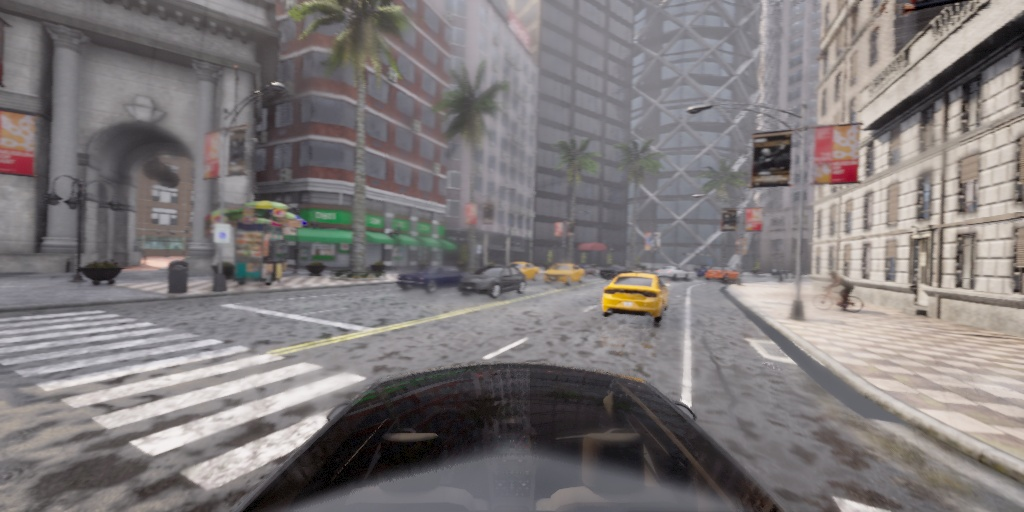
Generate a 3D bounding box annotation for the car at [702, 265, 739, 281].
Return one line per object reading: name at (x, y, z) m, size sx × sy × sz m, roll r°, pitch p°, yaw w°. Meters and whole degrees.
car at (24.337, 1.944, 41.286) m, size 4.553 × 1.767 × 2.097 m, roll 2°, pitch 0°, yaw -36°

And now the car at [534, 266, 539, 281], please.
car at (0.528, 1.236, 28.722) m, size 1.882 × 1.535 × 5.008 m, roll 2°, pitch 0°, yaw 28°

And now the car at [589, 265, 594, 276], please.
car at (7.920, 1.576, 40.469) m, size 1.994 × 1.385 × 4.181 m, roll 2°, pitch 0°, yaw 39°

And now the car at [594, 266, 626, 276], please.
car at (11.270, 1.734, 39.126) m, size 1.895 × 1.301 × 4.718 m, roll 2°, pitch 0°, yaw 41°

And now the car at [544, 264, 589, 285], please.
car at (4.173, 1.365, 28.155) m, size 1.882 × 1.535 × 5.008 m, roll 2°, pitch 0°, yaw 28°

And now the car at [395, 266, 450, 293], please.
car at (-4.088, 1.200, 19.640) m, size 1.895 × 1.301 × 4.718 m, roll 2°, pitch 0°, yaw 26°

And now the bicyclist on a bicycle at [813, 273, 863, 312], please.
bicyclist on a bicycle at (13.686, 1.527, 15.058) m, size 1.656 × 1.620 × 0.582 m, roll 2°, pitch 0°, yaw 26°

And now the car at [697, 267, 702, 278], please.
car at (26.576, 2.020, 47.149) m, size 4.553 × 1.767 × 2.097 m, roll 2°, pitch 0°, yaw -26°

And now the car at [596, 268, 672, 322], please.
car at (4.735, 1.390, 13.430) m, size 1.882 × 1.535 × 5.008 m, roll 2°, pitch 0°, yaw 26°

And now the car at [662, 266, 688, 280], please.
car at (18.445, 1.911, 41.216) m, size 4.674 × 1.442 × 1.812 m, roll 2°, pitch 0°, yaw -41°

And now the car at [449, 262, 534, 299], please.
car at (-0.847, 1.219, 18.275) m, size 1.837 × 1.490 × 4.892 m, roll 2°, pitch 0°, yaw 26°
